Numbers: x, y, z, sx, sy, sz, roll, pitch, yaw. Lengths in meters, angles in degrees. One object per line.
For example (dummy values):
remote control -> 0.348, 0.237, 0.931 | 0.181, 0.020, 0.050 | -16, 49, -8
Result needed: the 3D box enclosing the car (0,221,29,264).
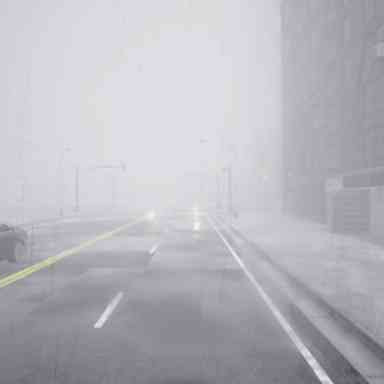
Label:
car -> -6.599, 1.597, 9.627 | 2.128, 1.511, 4.902 | 0, -1, 0
